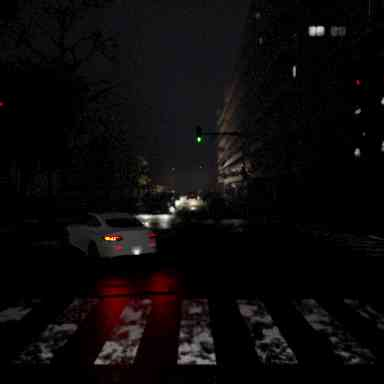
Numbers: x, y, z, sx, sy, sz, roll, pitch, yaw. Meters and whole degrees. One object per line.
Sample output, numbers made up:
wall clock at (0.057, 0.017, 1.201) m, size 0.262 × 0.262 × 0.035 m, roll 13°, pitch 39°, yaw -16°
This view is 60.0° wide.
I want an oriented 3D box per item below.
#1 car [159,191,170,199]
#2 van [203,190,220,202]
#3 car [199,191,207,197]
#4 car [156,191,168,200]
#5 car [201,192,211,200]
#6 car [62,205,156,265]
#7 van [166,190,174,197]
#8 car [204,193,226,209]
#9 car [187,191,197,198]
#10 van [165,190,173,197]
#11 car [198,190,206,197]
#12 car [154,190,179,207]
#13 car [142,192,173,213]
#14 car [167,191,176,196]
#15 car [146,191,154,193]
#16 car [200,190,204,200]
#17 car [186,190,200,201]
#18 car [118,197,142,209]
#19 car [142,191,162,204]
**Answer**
car at (-5.692, 0.596, 70.196) m, size 1.967 × 1.590 × 4.097 m, roll 0°, pitch 1°, yaw 0°
van at (2.691, 0.819, 42.047) m, size 1.690 × 1.788 × 3.998 m, roll 0°, pitch 1°, yaw 0°
car at (2.686, 0.578, 81.458) m, size 1.887 × 1.381 × 4.507 m, roll 0°, pitch 1°, yaw 0°
car at (-5.692, 0.659, 64.567) m, size 1.967 × 1.590 × 4.097 m, roll 0°, pitch 1°, yaw 0°
car at (2.688, 0.764, 64.568) m, size 1.887 × 1.381 × 4.507 m, roll 0°, pitch 1°, yaw 0°
car at (-2.832, 1.358, 11.038) m, size 1.812 × 1.442 × 4.674 m, roll 1°, pitch 0°, yaw -35°
van at (-5.693, 0.314, 87.084) m, size 1.690 × 1.788 × 3.998 m, roll 0°, pitch 1°, yaw 0°
car at (2.690, 1.090, 36.419) m, size 1.887 × 1.381 × 4.507 m, roll 0°, pitch 1°, yaw 0°
car at (-0.003, 0.589, 69.920) m, size 1.994 × 1.385 × 4.181 m, roll 0°, pitch 1°, yaw 0°
van at (-5.693, 0.374, 81.455) m, size 1.690 × 1.788 × 3.998 m, roll 0°, pitch 1°, yaw 0°
car at (2.687, 0.413, 87.086) m, size 1.967 × 1.590 × 4.097 m, roll 0°, pitch 1°, yaw 0°
car at (-3.083, 0.842, 41.013) m, size 2.097 × 1.767 × 4.553 m, roll 0°, pitch 1°, yaw 0°
car at (-3.091, 1.087, 31.048) m, size 1.882 × 1.535 × 5.008 m, roll 0°, pitch 1°, yaw 0°
car at (-5.694, 0.465, 92.716) m, size 2.008 × 1.369 × 4.403 m, roll 0°, pitch 1°, yaw 0°
car at (-5.690, 1.005, 41.879) m, size 1.752 × 1.417 × 4.829 m, roll 0°, pitch 1°, yaw 0°
car at (2.689, 0.787, 53.308) m, size 1.967 × 1.590 × 4.097 m, roll 0°, pitch 1°, yaw 0°
car at (-0.004, 0.777, 59.885) m, size 1.837 × 1.490 × 4.892 m, roll 0°, pitch 1°, yaw 0°
car at (-5.690, 1.179, 30.789) m, size 1.947 × 1.339 × 4.313 m, roll 0°, pitch 1°, yaw 0°
car at (-5.691, 0.727, 47.676) m, size 2.192 × 1.841 × 5.009 m, roll 0°, pitch 1°, yaw 0°
